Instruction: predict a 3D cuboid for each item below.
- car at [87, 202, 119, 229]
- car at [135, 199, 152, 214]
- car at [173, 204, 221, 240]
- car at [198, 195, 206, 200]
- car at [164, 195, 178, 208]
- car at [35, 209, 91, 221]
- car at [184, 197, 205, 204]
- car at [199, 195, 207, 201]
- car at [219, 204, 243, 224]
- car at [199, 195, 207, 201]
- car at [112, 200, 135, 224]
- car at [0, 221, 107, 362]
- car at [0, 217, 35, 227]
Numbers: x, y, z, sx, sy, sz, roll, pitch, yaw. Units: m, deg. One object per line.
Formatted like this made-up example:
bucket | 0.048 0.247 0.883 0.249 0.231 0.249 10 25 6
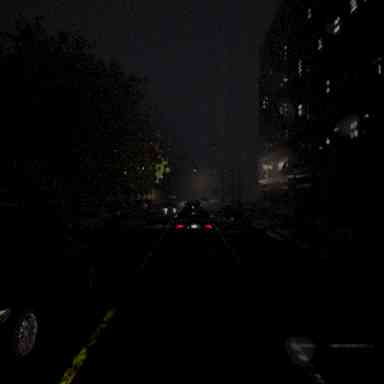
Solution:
car | -5.689 1.510 18.664 1.752 1.417 4.829 0 0 0
car | -5.768 1.525 35.449 2.008 1.369 4.403 0 0 0
car | 0.099 1.533 16.802 2.033 1.411 5.357 0 0 0
car | 2.687 1.542 90.173 1.947 1.339 4.313 0 0 0
car | -3.003 1.524 48.513 2.033 1.411 5.357 0 0 0
car | -5.689 1.570 13.296 1.802 1.307 4.206 0 0 0
car | 0.098 1.538 35.357 1.994 1.385 4.181 0 0 0
car | 2.687 1.537 78.908 1.947 1.339 4.313 0 0 0
car | 2.690 1.532 24.376 2.008 1.369 4.403 0 0 0
car | 2.687 1.539 84.541 1.947 1.339 4.313 0 0 0
car | -5.690 1.421 24.373 1.967 1.590 4.097 0 0 0
car | -3.103 1.520 6.013 1.812 1.442 4.674 0 0 0
car | -5.688 1.433 7.757 1.967 1.590 4.097 0 0 0
